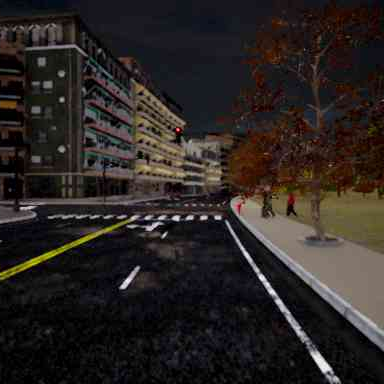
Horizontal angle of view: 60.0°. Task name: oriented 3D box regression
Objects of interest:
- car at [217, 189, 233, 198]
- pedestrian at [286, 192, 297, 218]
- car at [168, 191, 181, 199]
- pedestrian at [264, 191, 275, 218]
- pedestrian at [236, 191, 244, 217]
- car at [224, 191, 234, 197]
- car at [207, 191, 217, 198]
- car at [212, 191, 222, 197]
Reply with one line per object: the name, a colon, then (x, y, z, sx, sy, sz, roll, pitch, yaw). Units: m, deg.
car: (7.916, 0.312, 79.723, 2.150, 2.045, 5.566, 0, 0, 11)
pedestrian: (6.764, 0.834, 22.842, 0.375, 1.860, 0.375, 0, 1, 3)
car: (-3.724, 0.506, 70.247, 2.097, 1.767, 4.553, 0, 1, 9)
pedestrian: (5.175, 0.826, 22.330, 0.375, 1.860, 0.375, 0, 1, 3)
pedestrian: (3.409, 0.803, 23.633, 0.375, 1.860, 0.375, 0, 1, 3)
car: (10.101, 0.491, 90.131, 2.128, 1.511, 4.902, 0, 0, 13)
car: (4.711, 0.600, 80.279, 2.128, 1.511, 4.902, 0, 0, 11)
car: (6.834, 0.428, 90.420, 1.882, 1.535, 5.008, 0, 0, 13)
